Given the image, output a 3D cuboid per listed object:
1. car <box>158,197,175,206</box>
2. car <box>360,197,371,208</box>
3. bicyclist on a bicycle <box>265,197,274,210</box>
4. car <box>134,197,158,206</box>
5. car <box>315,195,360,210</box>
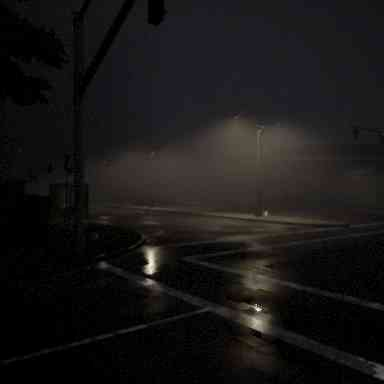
[{"bbox_3d":[-4.837,1.503,55.057,2.033,1.411,5.357,0,0,-35],"label":"car"},{"bbox_3d":[21.516,1.387,44.275,1.970,1.475,3.806,0,0,-35],"label":"car"},{"bbox_3d":[9.666,1.379,42.029,1.656,1.620,0.582,-6,-7,-36],"label":"bicyclist on a bicycle"},{"bbox_3d":[-7.708,1.525,53.055,1.994,1.385,4.181,0,0,-35],"label":"car"},{"bbox_3d":[17.238,1.235,40.365,2.242,1.667,4.611,0,0,-35],"label":"car"}]
